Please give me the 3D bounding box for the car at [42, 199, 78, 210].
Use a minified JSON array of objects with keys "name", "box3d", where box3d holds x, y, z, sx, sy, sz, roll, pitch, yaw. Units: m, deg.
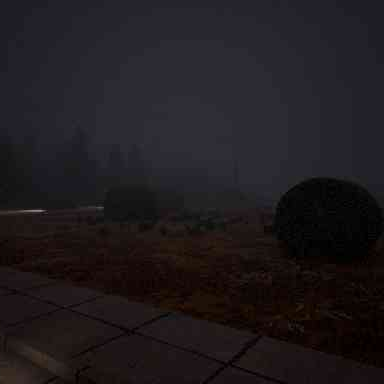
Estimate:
[{"name":"car","box3d":[-16.737,1.555,42.309,1.994,1.385,4.181,0,0,37]}]
